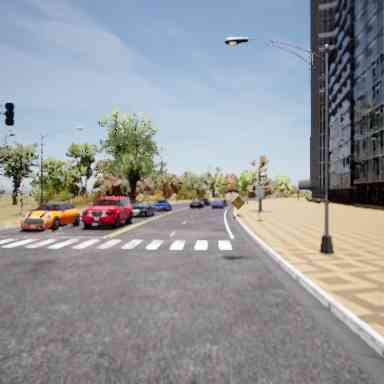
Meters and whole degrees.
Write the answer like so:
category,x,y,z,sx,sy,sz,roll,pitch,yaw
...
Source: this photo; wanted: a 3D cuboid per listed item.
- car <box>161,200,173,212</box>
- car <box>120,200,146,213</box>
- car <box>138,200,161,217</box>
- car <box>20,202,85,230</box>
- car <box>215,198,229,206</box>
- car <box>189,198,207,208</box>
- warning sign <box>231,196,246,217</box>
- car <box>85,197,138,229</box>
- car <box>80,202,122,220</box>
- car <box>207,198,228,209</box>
category,x,y,z,sx,sy,sz,roll,pitch,yaw
car,-3.802,1.777,43.524,1.812,1.442,4.674,0,0,7
car,-7.313,1.740,41.554,1.837,1.490,4.892,0,0,7
car,-4.931,1.681,33.306,2.128,1.511,4.902,0,0,5
car,-9.126,1.469,21.756,2.097,1.767,4.553,0,0,5
car,5.713,1.874,62.924,2.128,1.511,4.902,0,0,11
car,0.801,1.879,53.068,1.994,1.385,4.181,0,0,9
warning sign,4.266,1.300,30.653,1.300,1.860,1.060,0,0,5
car,-5.732,1.352,23.361,2.150,2.045,5.566,0,0,4
car,-8.395,1.720,31.196,2.033,1.411,5.357,0,0,5
car,4.114,1.864,52.522,2.033,1.411,5.357,0,0,9
